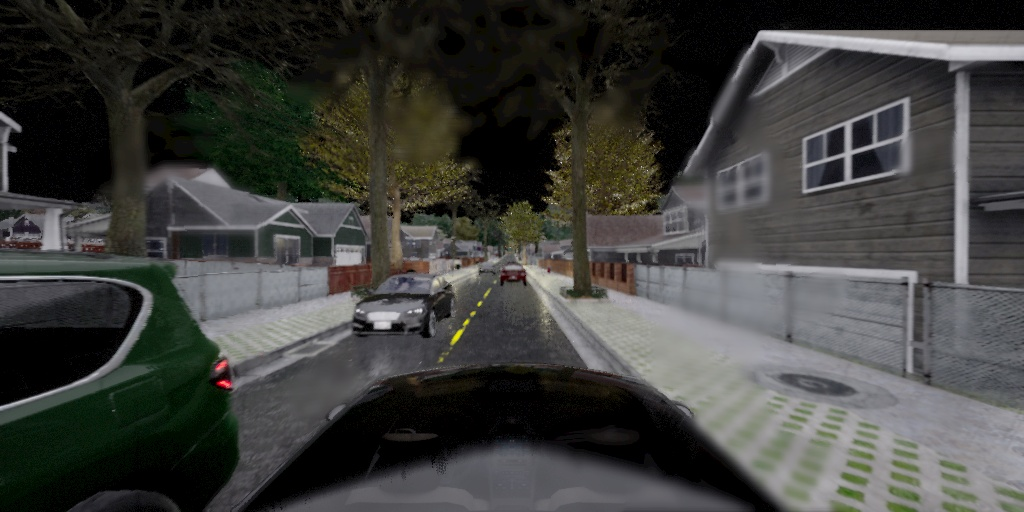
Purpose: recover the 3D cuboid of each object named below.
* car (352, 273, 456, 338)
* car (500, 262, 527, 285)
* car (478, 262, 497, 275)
[{"bbox_3d":[-2.835,1.266,10.331,2.128,1.511,4.902,0,0,0],"label":"car"},{"bbox_3d":[0.105,1.318,26.858,1.882,1.535,5.008,0,-1,0],"label":"car"},{"bbox_3d":[-2.837,1.425,41.603,1.837,1.490,4.892,0,0,0],"label":"car"}]
